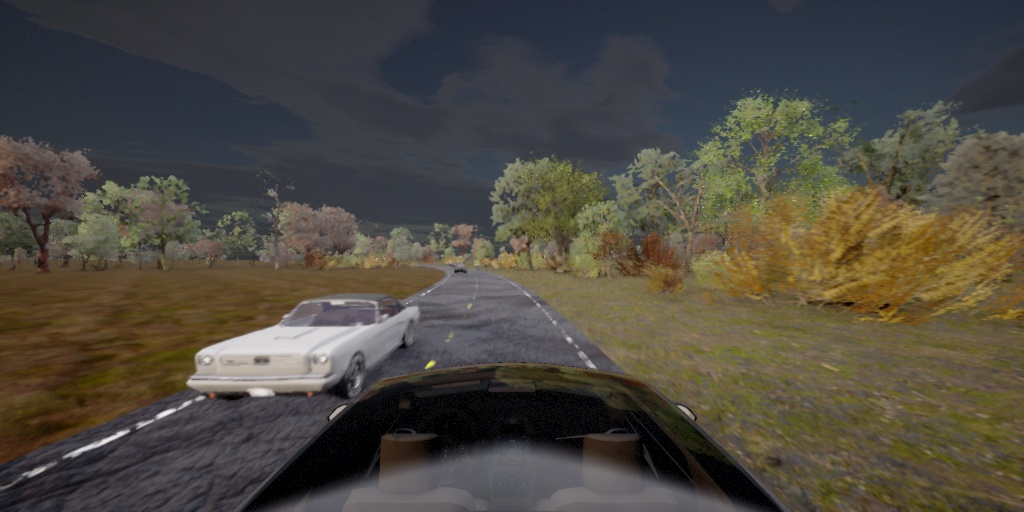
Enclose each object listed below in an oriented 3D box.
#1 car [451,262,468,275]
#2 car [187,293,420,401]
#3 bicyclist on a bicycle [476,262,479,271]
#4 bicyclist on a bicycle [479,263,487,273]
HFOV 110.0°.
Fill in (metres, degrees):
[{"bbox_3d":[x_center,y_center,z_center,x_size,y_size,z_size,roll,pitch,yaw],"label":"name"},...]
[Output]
[{"bbox_3d":[-7.027,1.902,48.733,1.895,1.301,4.718,0,-1,-9],"label":"car"},{"bbox_3d":[-3.172,1.419,6.676,1.895,1.301,4.718,0,-1,-1],"label":"car"},{"bbox_3d":[-6.198,1.907,64.904,0.866,1.612,1.509,0,-1,-13],"label":"bicyclist on a bicycle"},{"bbox_3d":[-4.335,1.822,55.944,0.582,1.620,1.656,0,-1,-11],"label":"bicyclist on a bicycle"}]
